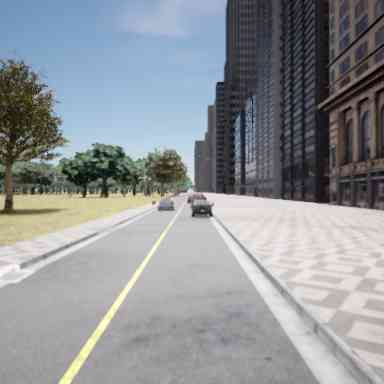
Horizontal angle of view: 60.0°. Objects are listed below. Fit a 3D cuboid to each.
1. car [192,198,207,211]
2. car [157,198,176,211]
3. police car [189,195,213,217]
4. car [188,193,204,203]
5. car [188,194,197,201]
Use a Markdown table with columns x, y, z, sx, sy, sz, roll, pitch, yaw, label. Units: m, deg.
| x | y | z | sx | sy | sz | roll | pitch | yaw | label |
| --- | --- | --- | --- | --- | --- | --- | --- | --- | --- |
| 0.905 | 1.516 | 41.256 | 1.812 | 1.442 | 4.674 | 0 | 0 | 0 | car |
| -3.085 | 1.517 | 40.380 | 1.812 | 1.442 | 4.674 | 0 | 0 | 0 | car |
| 0.904 | 1.424 | 31.365 | 1.930 | 1.638 | 5.238 | 0 | 0 | 0 | police car |
| 0.903 | 1.206 | 47.286 | 2.150 | 2.045 | 5.566 | 0 | 0 | 0 | car |
| 0.009 | 1.307 | 81.162 | 2.128 | 1.511 | 4.902 | 0 | 0 | 0 | car |
